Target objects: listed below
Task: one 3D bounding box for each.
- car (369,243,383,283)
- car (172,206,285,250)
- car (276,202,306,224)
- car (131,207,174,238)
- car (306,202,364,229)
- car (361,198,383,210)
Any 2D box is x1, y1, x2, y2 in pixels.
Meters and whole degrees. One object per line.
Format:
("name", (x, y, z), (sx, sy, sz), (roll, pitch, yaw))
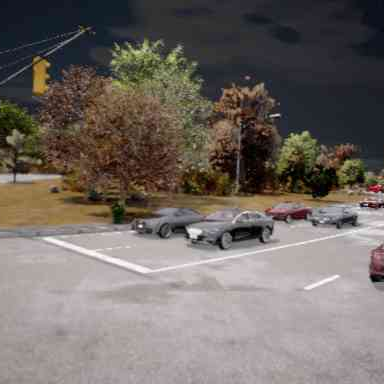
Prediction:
("car", (6.507, 1.782, 9.395), (1.812, 1.442, 4.674), (3, 1, 44))
("car", (1.773, 1.507, 14.701), (2.128, 1.511, 4.902), (3, 1, 44))
("car", (7.388, 1.487, 25.449), (1.882, 1.535, 5.008), (3, 2, 44))
("car", (-0.995, 1.451, 16.875), (1.994, 1.385, 4.181), (3, 1, 44))
("car", (10.026, 1.658, 23.145), (1.812, 1.442, 4.674), (3, 2, 44))
("car", (21.843, 1.364, 40.112), (1.895, 1.301, 4.718), (3, 3, 45))
